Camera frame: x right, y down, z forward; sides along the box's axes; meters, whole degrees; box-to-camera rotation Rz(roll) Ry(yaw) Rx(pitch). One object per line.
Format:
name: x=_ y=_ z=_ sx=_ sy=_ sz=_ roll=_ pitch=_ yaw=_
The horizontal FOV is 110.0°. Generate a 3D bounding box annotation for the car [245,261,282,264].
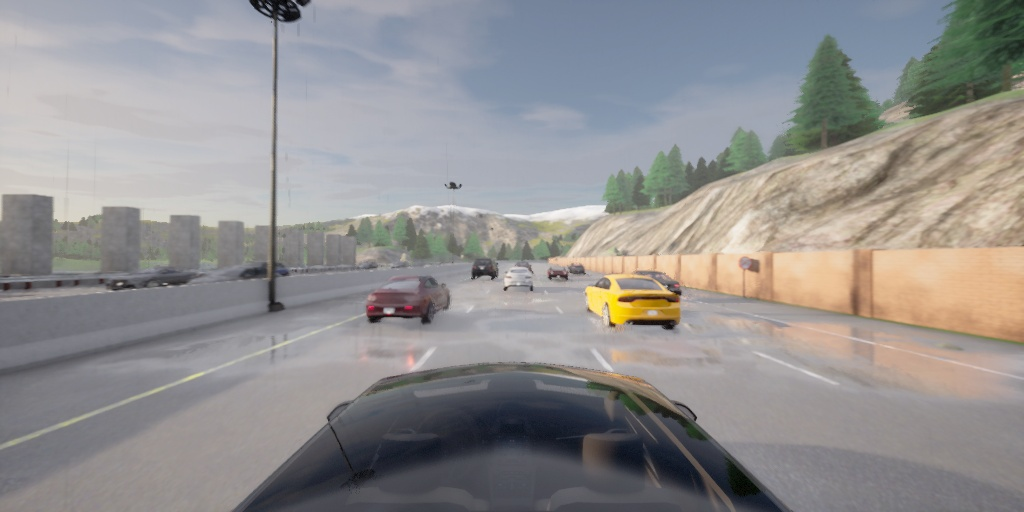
car: x=-17.194 y=1.156 z=24.194 sx=2.097 sy=1.767 sz=4.553 roll=0 pitch=0 yaw=2

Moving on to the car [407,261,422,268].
car: x=-15.793 y=1.588 z=60.833 sx=1.837 sy=1.490 sz=4.892 roll=0 pitch=1 yaw=1

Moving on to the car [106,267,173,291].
car: x=-20.801 y=1.316 z=21.060 sx=1.994 sy=1.385 sz=4.181 roll=0 pitch=0 yaw=2

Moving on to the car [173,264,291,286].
car: x=-13.867 y=1.289 z=18.254 sx=1.837 sy=1.490 sz=4.892 roll=0 pitch=-1 yaw=2

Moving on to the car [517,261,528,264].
car: x=1.329 y=1.471 z=44.479 sx=2.097 sy=1.767 sz=4.553 roll=0 pitch=-1 yaw=2

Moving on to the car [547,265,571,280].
car: x=4.485 y=1.674 z=36.039 sx=1.895 sy=1.301 sz=4.718 roll=0 pitch=0 yaw=3

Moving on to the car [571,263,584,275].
car: x=8.460 y=1.693 z=47.636 sx=2.128 sy=1.511 sz=4.902 roll=0 pitch=0 yaw=2

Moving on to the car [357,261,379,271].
car: x=-22.907 y=1.531 z=56.962 sx=2.128 sy=1.511 sz=4.902 roll=0 pitch=0 yaw=2

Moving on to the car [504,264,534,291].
car: x=0.480 y=1.466 z=23.905 sx=1.812 sy=1.442 sz=4.674 roll=0 pitch=0 yaw=2

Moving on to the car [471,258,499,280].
car: x=-2.581 y=1.233 z=35.124 sx=2.150 sy=2.045 sz=5.566 roll=0 pitch=0 yaw=3

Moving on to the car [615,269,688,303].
car: x=7.329 y=1.504 z=19.577 sx=2.033 sy=1.411 sz=5.357 roll=0 pitch=0 yaw=2

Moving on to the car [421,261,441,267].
car: x=-12.412 y=1.719 z=56.854 sx=1.895 sy=1.301 sz=4.718 roll=0 pitch=0 yaw=2

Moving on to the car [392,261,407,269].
car: x=-19.271 y=1.616 z=62.338 sx=2.128 sy=1.511 sz=4.902 roll=0 pitch=0 yaw=1

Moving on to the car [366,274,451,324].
car: x=-3.312 y=1.337 z=12.084 sx=1.812 sy=1.442 sz=4.674 roll=0 pitch=0 yaw=1

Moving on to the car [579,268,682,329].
car: x=3.682 y=1.341 z=11.778 sx=1.882 sy=1.535 sz=5.008 roll=0 pitch=0 yaw=1
